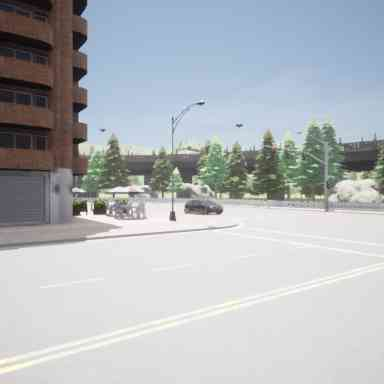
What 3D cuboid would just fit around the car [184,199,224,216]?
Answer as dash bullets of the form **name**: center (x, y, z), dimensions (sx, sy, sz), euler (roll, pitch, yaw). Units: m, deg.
- **car**: center (1.097, 1.451, 32.649), dimensions (1.837, 1.490, 4.892), euler (0, -1, -35)
